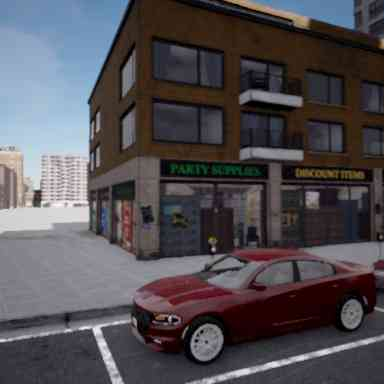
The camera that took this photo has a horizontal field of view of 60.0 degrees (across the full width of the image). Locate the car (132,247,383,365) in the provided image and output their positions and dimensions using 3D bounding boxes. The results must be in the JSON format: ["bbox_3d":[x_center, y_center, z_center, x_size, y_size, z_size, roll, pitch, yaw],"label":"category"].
[{"bbox_3d":[1.202,1.714,5.913,4.507,1.381,1.887,0,-2,-24],"label":"car"}]
